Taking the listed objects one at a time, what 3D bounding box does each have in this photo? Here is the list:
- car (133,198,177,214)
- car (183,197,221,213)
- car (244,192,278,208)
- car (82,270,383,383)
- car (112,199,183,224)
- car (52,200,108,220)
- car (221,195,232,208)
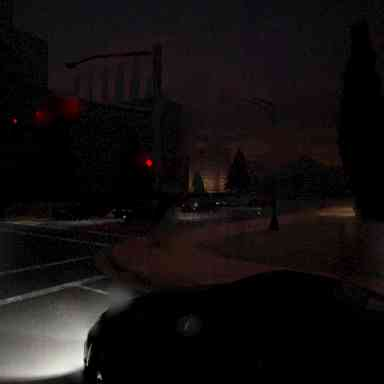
[{"bbox_3d":[-3.924,1.504,36.061,1.837,1.490,4.892,0,0,36],"label":"car"},{"bbox_3d":[0.829,1.352,36.654,2.097,1.767,4.553,0,0,36],"label":"car"},{"bbox_3d":[10.381,1.222,49.728,2.150,2.045,5.566,0,0,37],"label":"car"},{"bbox_3d":[0.785,1.564,3.441,4.181,1.385,1.994,0,0,35],"label":"car"},{"bbox_3d":[-3.204,1.491,24.838,2.128,1.511,4.902,0,0,36],"label":"car"},{"bbox_3d":[-9.444,1.478,28.478,1.882,1.535,5.008,0,0,36],"label":"car"},{"bbox_3d":[3.236,1.546,45.907,2.033,1.411,5.357,0,0,36],"label":"car"}]
